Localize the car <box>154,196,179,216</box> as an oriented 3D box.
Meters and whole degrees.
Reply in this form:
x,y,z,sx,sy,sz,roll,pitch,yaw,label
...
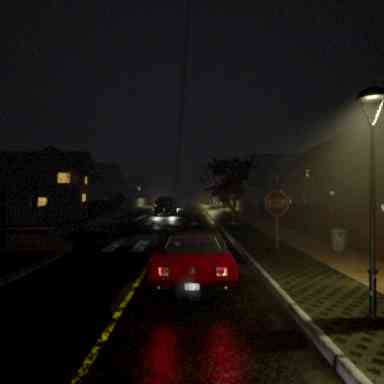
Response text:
x,y,z,sx,sy,sz,roll,pitch,yaw,label
-2.908,1.490,36.890,2.150,2.045,5.566,0,0,0,car

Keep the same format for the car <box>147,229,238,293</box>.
x,y,z,sx,sy,sz,roll,pitch,yaw,label
0.022,1.657,8.995,1.895,1.301,4.718,0,0,0,car
